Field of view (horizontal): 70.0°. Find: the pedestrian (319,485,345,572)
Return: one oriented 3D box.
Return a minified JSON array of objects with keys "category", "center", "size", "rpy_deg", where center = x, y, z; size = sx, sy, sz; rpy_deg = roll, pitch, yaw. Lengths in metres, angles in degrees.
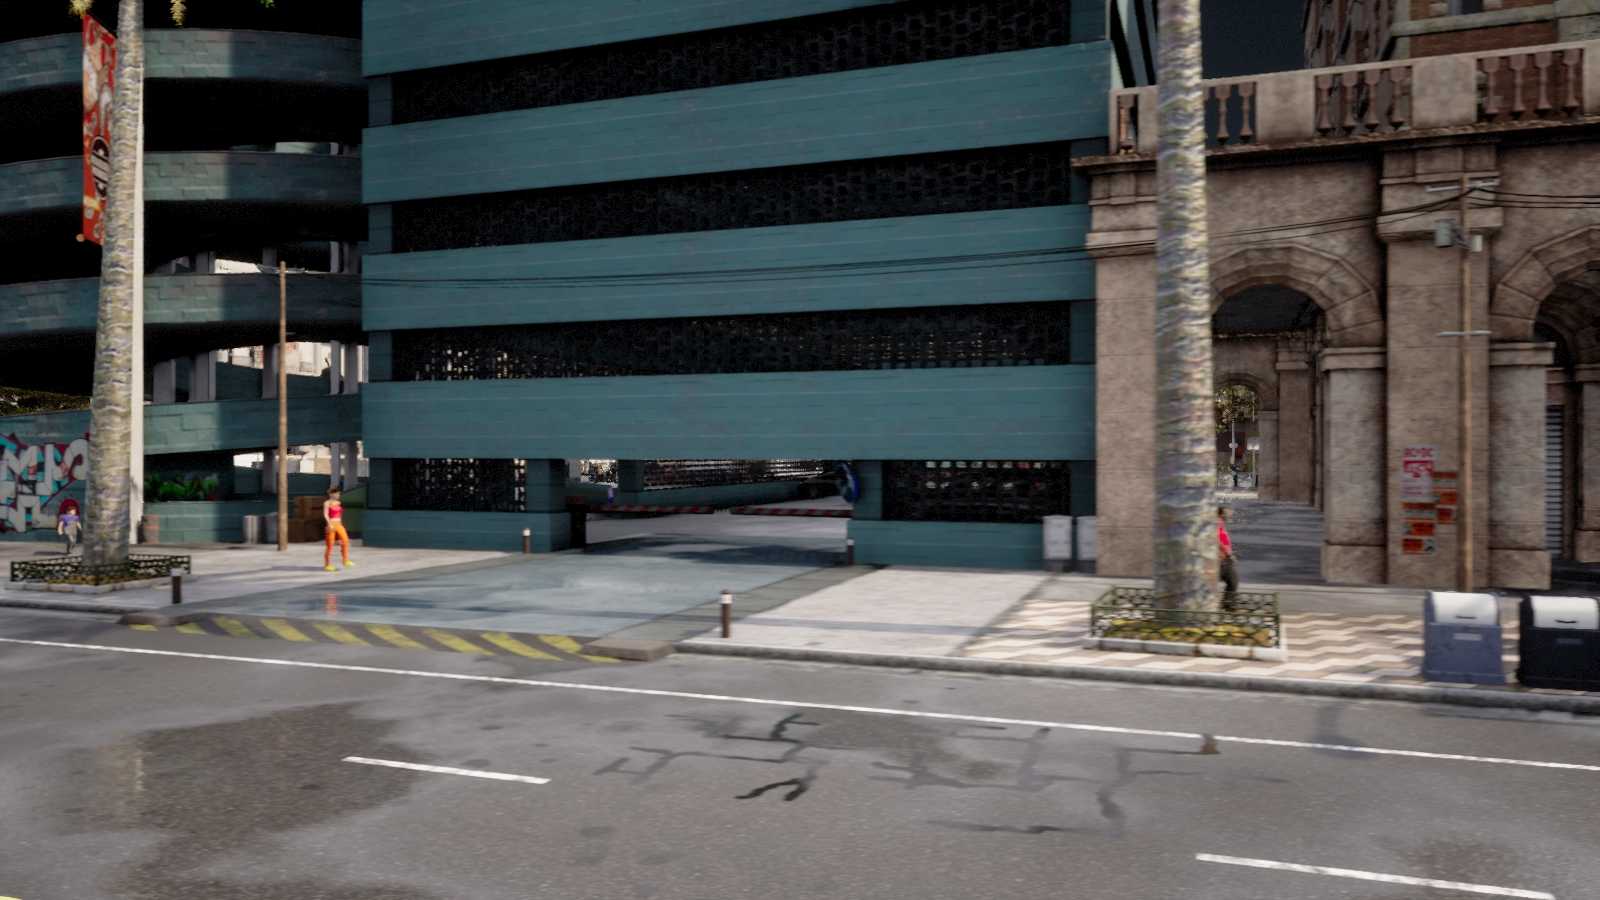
[{"category":"pedestrian","center":[-10.181,1.696,24.842],"size":[0.375,1.860,0.375],"rpy_deg":[0,0,26]}]

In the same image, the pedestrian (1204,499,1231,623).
[{"category":"pedestrian","center":[6.452,1.698,17.642],"size":[0.375,1.860,0.375],"rpy_deg":[0,0,23]}]

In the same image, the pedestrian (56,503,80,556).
[{"category":"pedestrian","center":[-18.307,1.976,28.571],"size":[0.375,1.300,0.375],"rpy_deg":[0,0,25]}]
